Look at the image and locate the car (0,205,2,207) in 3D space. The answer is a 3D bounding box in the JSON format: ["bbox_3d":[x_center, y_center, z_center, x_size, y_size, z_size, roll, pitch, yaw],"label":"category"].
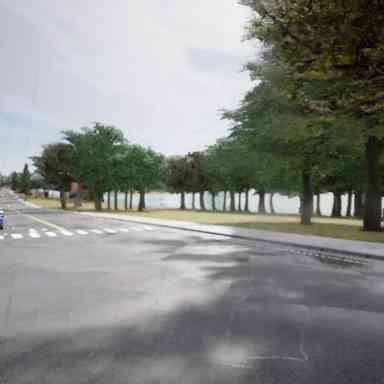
[{"bbox_3d":[-22.418,2.443,37.507,2.150,2.045,5.566,0,-2,-30],"label":"car"}]

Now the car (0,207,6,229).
[{"bbox_3d":[-17.376,2.402,28.867,1.882,1.535,5.008,0,-2,-30],"label":"car"}]
